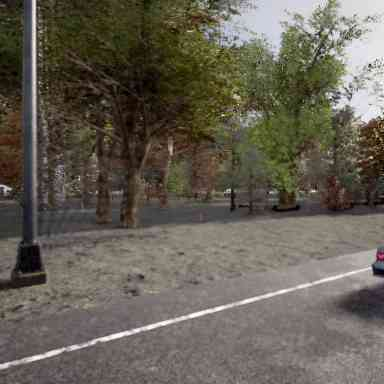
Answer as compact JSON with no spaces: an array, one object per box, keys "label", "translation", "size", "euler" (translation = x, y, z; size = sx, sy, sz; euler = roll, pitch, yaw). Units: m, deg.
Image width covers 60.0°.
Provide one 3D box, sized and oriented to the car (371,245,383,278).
[{"label":"car","translation":[6.698,1.531,8.533],"size":[5.357,1.411,2.033],"euler":[0,0,-36]}]
